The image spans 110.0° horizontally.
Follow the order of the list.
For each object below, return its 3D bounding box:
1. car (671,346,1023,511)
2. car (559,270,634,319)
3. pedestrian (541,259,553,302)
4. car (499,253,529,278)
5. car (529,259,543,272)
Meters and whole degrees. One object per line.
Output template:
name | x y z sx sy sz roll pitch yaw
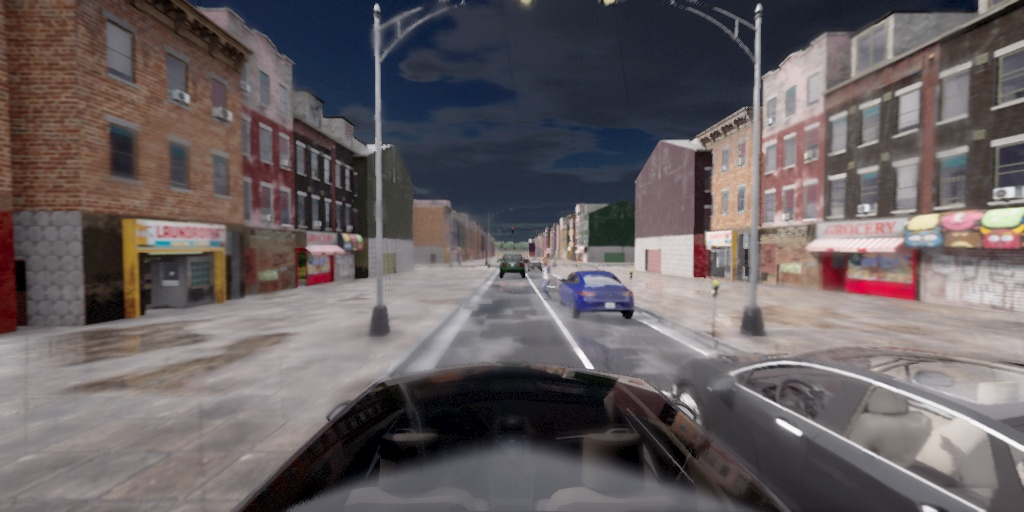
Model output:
car | 2.636 1.296 2.351 2.007 1.370 4.403 0 0 0
car | 2.748 1.204 12.354 1.812 1.442 4.674 0 0 0
pedestrian | 1.495 0.955 14.951 0.375 1.860 0.375 -1 2 -10
car | 0.043 0.781 30.754 2.150 2.045 5.566 0 0 0
car | 2.629 1.045 41.169 2.007 1.370 4.403 0 0 0
